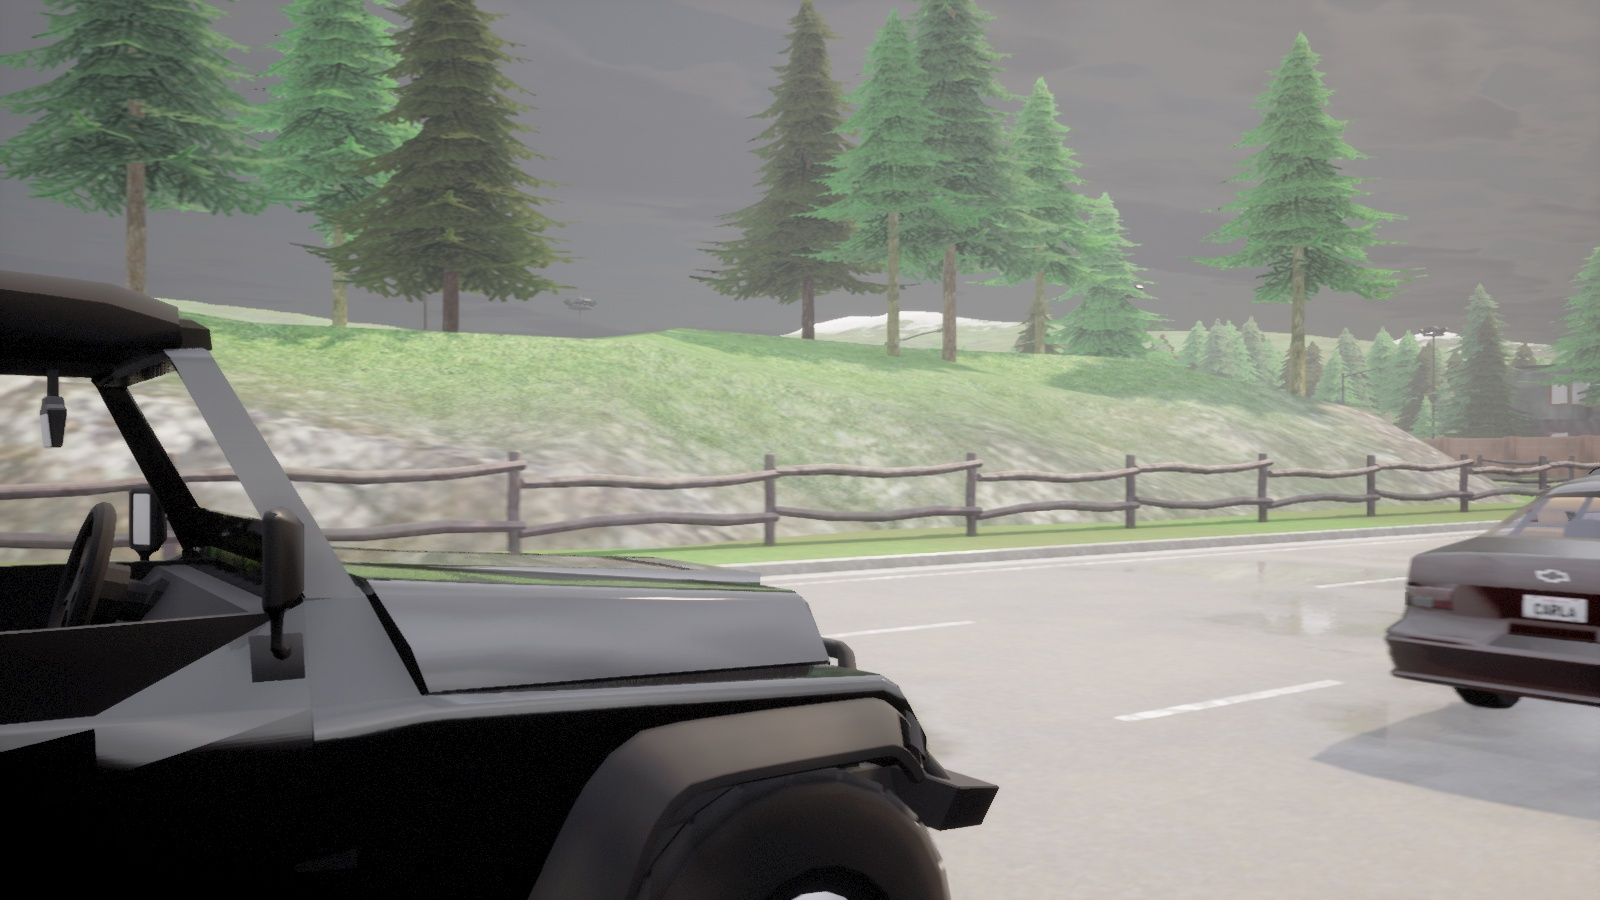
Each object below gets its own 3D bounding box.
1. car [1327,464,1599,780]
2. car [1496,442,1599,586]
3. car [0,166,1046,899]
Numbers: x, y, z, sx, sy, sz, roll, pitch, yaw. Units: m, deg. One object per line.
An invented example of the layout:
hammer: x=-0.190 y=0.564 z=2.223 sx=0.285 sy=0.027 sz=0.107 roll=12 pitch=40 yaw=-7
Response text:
car: x=5.561 y=0.802 z=7.636 sx=5.357 sy=1.411 sz=2.033 roll=0 pitch=0 yaw=-39
car: x=10.866 y=0.704 z=15.487 sx=5.366 sy=1.575 sz=1.801 roll=0 pitch=0 yaw=-35
car: x=-1.566 y=0.550 z=2.570 sx=3.866 sy=1.878 sz=1.905 roll=0 pitch=0 yaw=-35
